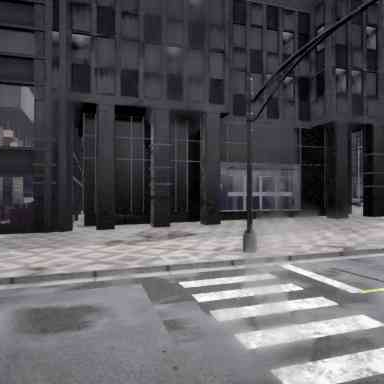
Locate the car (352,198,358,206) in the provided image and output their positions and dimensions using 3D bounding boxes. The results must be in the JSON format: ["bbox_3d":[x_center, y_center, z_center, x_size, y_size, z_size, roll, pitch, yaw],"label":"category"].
[{"bbox_3d":[22.537,1.317,49.292,1.994,1.385,4.181,0,-1,-16],"label":"car"}]
